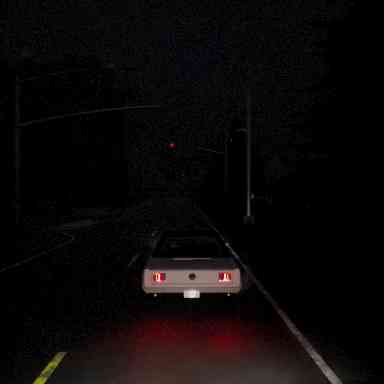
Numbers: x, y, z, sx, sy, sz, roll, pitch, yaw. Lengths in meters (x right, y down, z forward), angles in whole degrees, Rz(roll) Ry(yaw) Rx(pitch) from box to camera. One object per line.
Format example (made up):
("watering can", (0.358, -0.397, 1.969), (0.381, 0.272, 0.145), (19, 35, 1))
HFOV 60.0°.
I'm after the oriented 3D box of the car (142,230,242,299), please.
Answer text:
("car", (-0.036, 1.601, 8.377), (1.895, 1.301, 4.718), (0, 0, -1))
